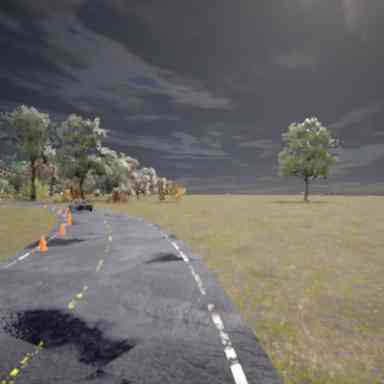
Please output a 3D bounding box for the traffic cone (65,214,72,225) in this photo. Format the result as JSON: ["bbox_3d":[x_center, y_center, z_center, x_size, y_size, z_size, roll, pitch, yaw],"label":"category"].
[{"bbox_3d":[-8.223,1.934,22.320,0.340,0.580,0.340,0,0,-18],"label":"traffic cone"}]

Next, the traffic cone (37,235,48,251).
[{"bbox_3d":[-5.811,1.957,12.947,0.340,0.580,0.340,0,0,-11],"label":"traffic cone"}]

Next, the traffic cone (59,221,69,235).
[{"bbox_3d":[-6.868,1.947,17.672,0.340,0.580,0.340,0,0,-14],"label":"traffic cone"}]

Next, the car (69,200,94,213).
[{"bbox_3d":[-12.086,1.536,36.190,1.895,1.301,4.718,0,0,-29],"label":"car"}]

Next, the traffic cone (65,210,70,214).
[{"bbox_3d":[-9.874,1.917,26.872,0.340,0.580,0.340,0,0,-22],"label":"traffic cone"}]
